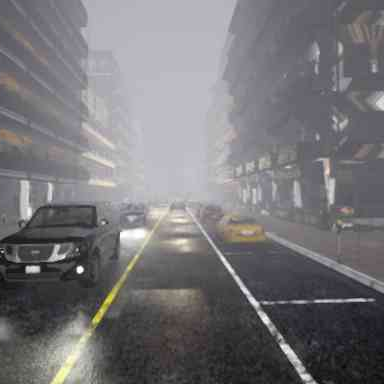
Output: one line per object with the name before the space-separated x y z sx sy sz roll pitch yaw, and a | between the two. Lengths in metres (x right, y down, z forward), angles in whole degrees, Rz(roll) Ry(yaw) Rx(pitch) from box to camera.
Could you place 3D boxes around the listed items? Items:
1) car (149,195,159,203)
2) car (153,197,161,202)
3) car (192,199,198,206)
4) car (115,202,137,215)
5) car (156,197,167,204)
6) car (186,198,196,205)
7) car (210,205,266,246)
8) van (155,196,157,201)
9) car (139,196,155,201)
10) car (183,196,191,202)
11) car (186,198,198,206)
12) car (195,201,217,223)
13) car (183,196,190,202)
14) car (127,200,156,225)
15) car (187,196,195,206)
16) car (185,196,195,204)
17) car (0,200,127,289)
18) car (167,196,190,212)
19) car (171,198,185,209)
car | -9.432 1.812 82.572 2.192 1.841 5.009 -1 0 -3
car | -9.948 2.125 93.882 1.887 1.381 4.507 -1 0 -3
car | 1.283 1.654 32.031 1.887 1.381 4.507 -1 0 -3
car | -7.348 1.822 37.322 1.802 1.307 4.206 -1 0 -3
car | -6.462 1.867 76.633 2.128 1.511 4.902 -1 0 -3
car | -0.276 1.836 65.970 1.887 1.381 4.507 -1 0 -3
car | 2.055 1.551 15.235 1.752 1.417 4.829 -1 0 -3
van | -9.171 1.799 76.918 1.690 1.788 3.998 -1 0 -3
car | -8.391 1.677 59.950 2.192 1.841 5.009 -1 0 -3
car | -1.318 1.877 88.589 1.967 1.590 4.097 -1 0 -3
car | -0.016 1.812 60.313 2.008 1.369 4.403 -1 0 -3
car | 1.543 1.624 26.376 1.887 1.381 4.507 -1 0 -3
car | -1.584 2.006 94.415 1.752 1.417 4.829 -1 0 -3
car | -4.172 1.634 24.898 2.128 1.511 4.902 -1 0 -2
car | 0.244 1.781 54.657 2.008 1.369 4.403 -1 0 -3
car | -0.538 1.764 71.624 1.967 1.590 4.097 -1 0 -3
car | -3.502 1.295 9.795 2.150 2.045 5.566 -1 0 -3
car | -1.752 1.684 41.692 2.128 1.511 4.902 -1 0 -3
car | -2.236 1.741 52.174 2.128 1.511 4.902 -1 0 -3
